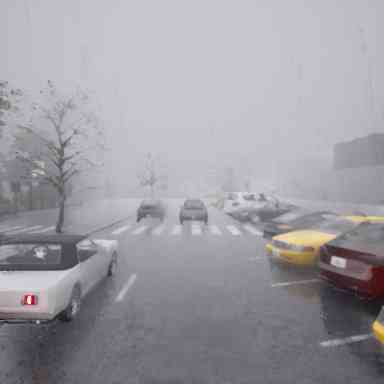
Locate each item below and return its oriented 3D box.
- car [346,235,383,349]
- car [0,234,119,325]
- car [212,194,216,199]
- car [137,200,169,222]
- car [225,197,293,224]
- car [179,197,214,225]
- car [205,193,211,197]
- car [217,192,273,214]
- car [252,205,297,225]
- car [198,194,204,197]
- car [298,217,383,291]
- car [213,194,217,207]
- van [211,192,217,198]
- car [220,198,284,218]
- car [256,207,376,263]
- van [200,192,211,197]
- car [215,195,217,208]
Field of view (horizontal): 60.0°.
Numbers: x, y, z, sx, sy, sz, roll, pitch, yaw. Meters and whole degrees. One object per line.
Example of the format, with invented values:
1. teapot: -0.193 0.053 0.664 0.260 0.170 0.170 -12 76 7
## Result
1. car: 4.900 1.453 4.344 5.366 1.575 1.946 1 1 -20
2. car: -2.894 1.544 7.004 1.895 1.301 4.718 0 0 0
3. car: 5.129 1.324 37.228 4.792 1.488 2.163 1 0 -20
4. car: -2.878 1.338 24.593 1.837 1.490 4.892 0 0 0
5. car: 5.100 1.337 22.299 4.892 1.521 2.231 1 1 -20
6. car: 0.120 1.335 22.713 2.128 1.511 4.902 0 0 0
7. car: 4.936 1.280 43.113 5.366 1.575 1.946 1 0 -20
8. car: 5.122 1.071 25.299 5.566 2.045 2.435 1 0 -20
9. car: 5.077 1.426 13.359 4.674 1.452 2.002 1 0 -20
10. car: 0.135 1.306 39.127 1.837 1.490 4.892 0 0 0
11. car: 5.103 1.462 7.406 4.792 1.488 2.163 1 0 -20
12. car: 5.274 1.298 34.298 5.366 1.575 1.946 1 0 -20
13. van: 5.000 1.062 40.154 4.442 1.987 1.878 1 0 -20
14. car: 5.101 1.313 28.265 5.008 1.535 2.097 1 0 -20
15. car: 4.906 1.402 10.310 5.366 1.575 1.946 1 1 -20
16. van: 5.049 0.918 95.422 4.442 1.987 1.878 1 -1 -20
17. car: 5.091 1.306 31.250 4.892 1.521 2.231 1 0 -20
